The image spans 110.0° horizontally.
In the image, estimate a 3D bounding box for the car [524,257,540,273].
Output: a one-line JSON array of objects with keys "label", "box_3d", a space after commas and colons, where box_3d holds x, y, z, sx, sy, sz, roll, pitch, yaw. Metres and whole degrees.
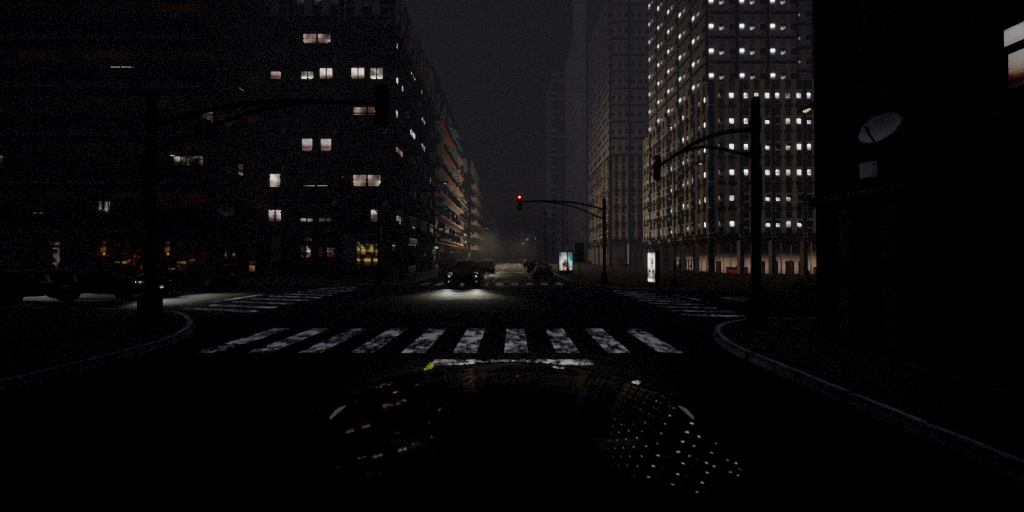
[{"label": "car", "box_3d": [2.795, 1.208, 43.545, 1.967, 1.591, 4.097, 0, 0, 0]}]

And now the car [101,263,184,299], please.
[{"label": "car", "box_3d": [-17.582, 1.033, 15.610, 4.674, 1.442, 1.812, 1, 0, 0]}]

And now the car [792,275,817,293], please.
[{"label": "car", "box_3d": [19.443, 1.644, 21.679, 4.403, 1.370, 2.007, 0, 0, 0]}]

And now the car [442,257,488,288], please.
[{"label": "car", "box_3d": [-2.947, 1.105, 23.457, 2.097, 1.767, 4.553, 0, 0, 0]}]

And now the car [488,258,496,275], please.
[{"label": "car", "box_3d": [-2.905, 1.255, 40.391, 1.882, 1.535, 5.008, 0, 0, 0]}]

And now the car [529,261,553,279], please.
[{"label": "car", "box_3d": [2.768, 1.343, 32.489, 1.802, 1.307, 4.207, 0, 0, 0]}]

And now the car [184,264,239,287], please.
[{"label": "car", "box_3d": [-18.745, 1.104, 21.370, 4.313, 1.339, 1.948, 0, 0, 0]}]

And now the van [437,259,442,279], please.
[{"label": "van", "box_3d": [-5.613, 1.102, 32.511, 1.690, 1.789, 3.998, 0, 0, 0]}]

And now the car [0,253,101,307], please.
[{"label": "car", "box_3d": [-18.744, 0.784, 12.990, 5.009, 1.841, 2.192, 0, 0, 0]}]

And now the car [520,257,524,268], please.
[{"label": "car", "box_3d": [2.836, 1.221, 60.127, 1.967, 1.591, 4.097, 0, 0, 0]}]
